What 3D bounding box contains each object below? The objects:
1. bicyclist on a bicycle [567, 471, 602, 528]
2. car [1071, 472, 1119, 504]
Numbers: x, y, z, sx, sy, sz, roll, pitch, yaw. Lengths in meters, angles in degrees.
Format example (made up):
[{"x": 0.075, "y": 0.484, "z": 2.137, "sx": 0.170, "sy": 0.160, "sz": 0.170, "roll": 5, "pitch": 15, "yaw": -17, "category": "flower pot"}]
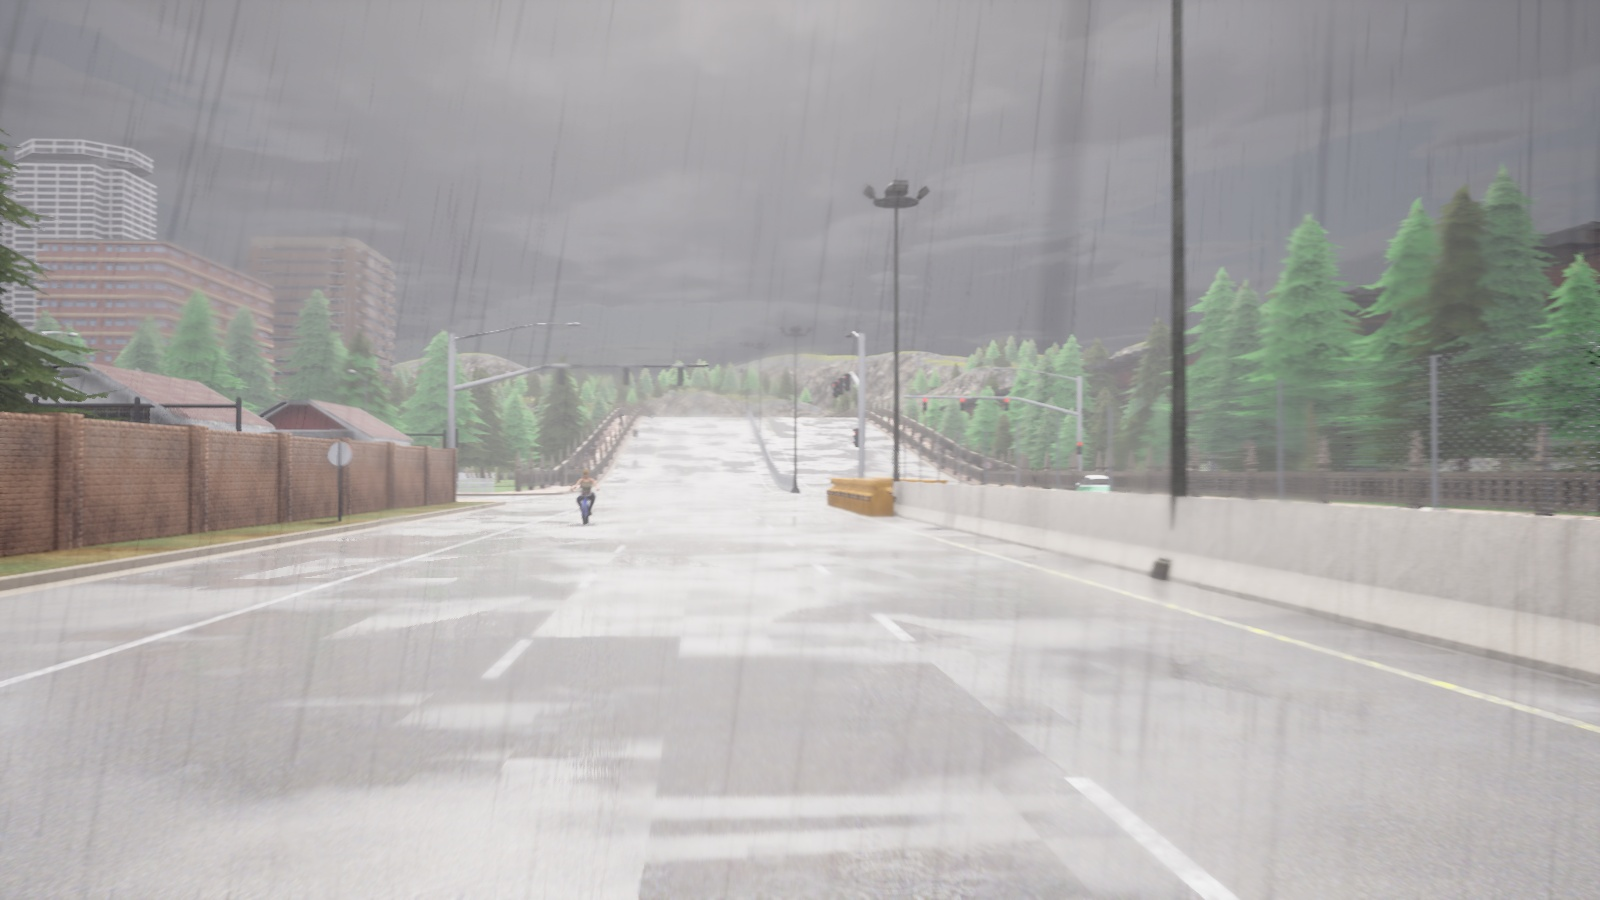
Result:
[{"x": -6.245, "y": 1.408, "z": 36.448, "sx": 0.866, "sy": 1.612, "sz": 1.509, "roll": 0, "pitch": -1, "yaw": -4, "category": "bicyclist on a bicycle"}, {"x": 13.227, "y": 1.705, "z": 56.418, "sx": 1.481, "sy": 1.376, "sz": 2.207, "roll": 0, "pitch": -1, "yaw": -5, "category": "car"}]
